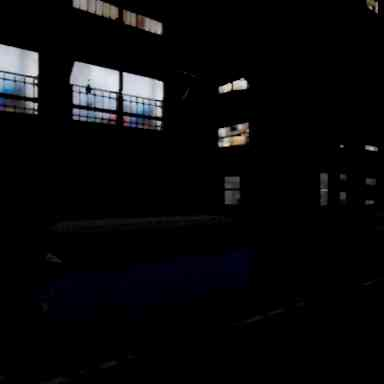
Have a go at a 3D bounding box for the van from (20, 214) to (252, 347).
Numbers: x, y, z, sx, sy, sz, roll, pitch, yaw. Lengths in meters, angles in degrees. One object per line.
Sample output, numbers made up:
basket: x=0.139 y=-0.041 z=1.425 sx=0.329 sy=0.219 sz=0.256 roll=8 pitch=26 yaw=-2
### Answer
van: x=-0.746 y=1.340 z=6.022 sx=3.998 sy=1.788 sz=1.690 roll=0 pitch=0 yaw=-36
